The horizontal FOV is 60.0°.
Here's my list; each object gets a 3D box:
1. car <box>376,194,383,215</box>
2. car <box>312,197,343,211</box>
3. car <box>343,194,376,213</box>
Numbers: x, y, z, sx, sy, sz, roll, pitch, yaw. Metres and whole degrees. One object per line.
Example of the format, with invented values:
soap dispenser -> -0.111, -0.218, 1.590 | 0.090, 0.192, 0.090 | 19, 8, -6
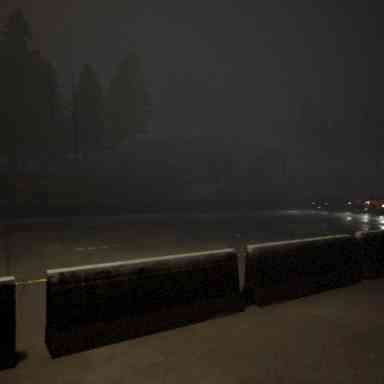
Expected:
car -> 17.837, 1.063, 27.694 | 4.553, 1.767, 2.097 | -1, 1, -32
car -> 14.345, 1.176, 33.768 | 4.718, 1.301, 1.895 | 0, 1, -32
car -> 16.657, 0.990, 31.081 | 4.553, 1.767, 2.097 | -1, 1, -32
